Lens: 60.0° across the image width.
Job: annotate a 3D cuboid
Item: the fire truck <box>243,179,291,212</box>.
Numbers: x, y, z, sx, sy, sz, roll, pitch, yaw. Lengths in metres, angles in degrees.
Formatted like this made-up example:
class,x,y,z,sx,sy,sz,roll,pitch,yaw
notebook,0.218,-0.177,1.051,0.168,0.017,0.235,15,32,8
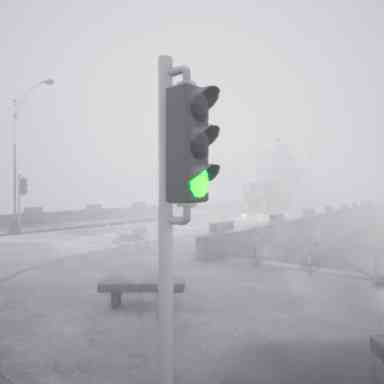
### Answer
class,x,y,z,sx,sy,sz,roll,pitch,yaw
fire truck,9.465,0.386,41.014,2.891,3.827,8.468,0,0,35
